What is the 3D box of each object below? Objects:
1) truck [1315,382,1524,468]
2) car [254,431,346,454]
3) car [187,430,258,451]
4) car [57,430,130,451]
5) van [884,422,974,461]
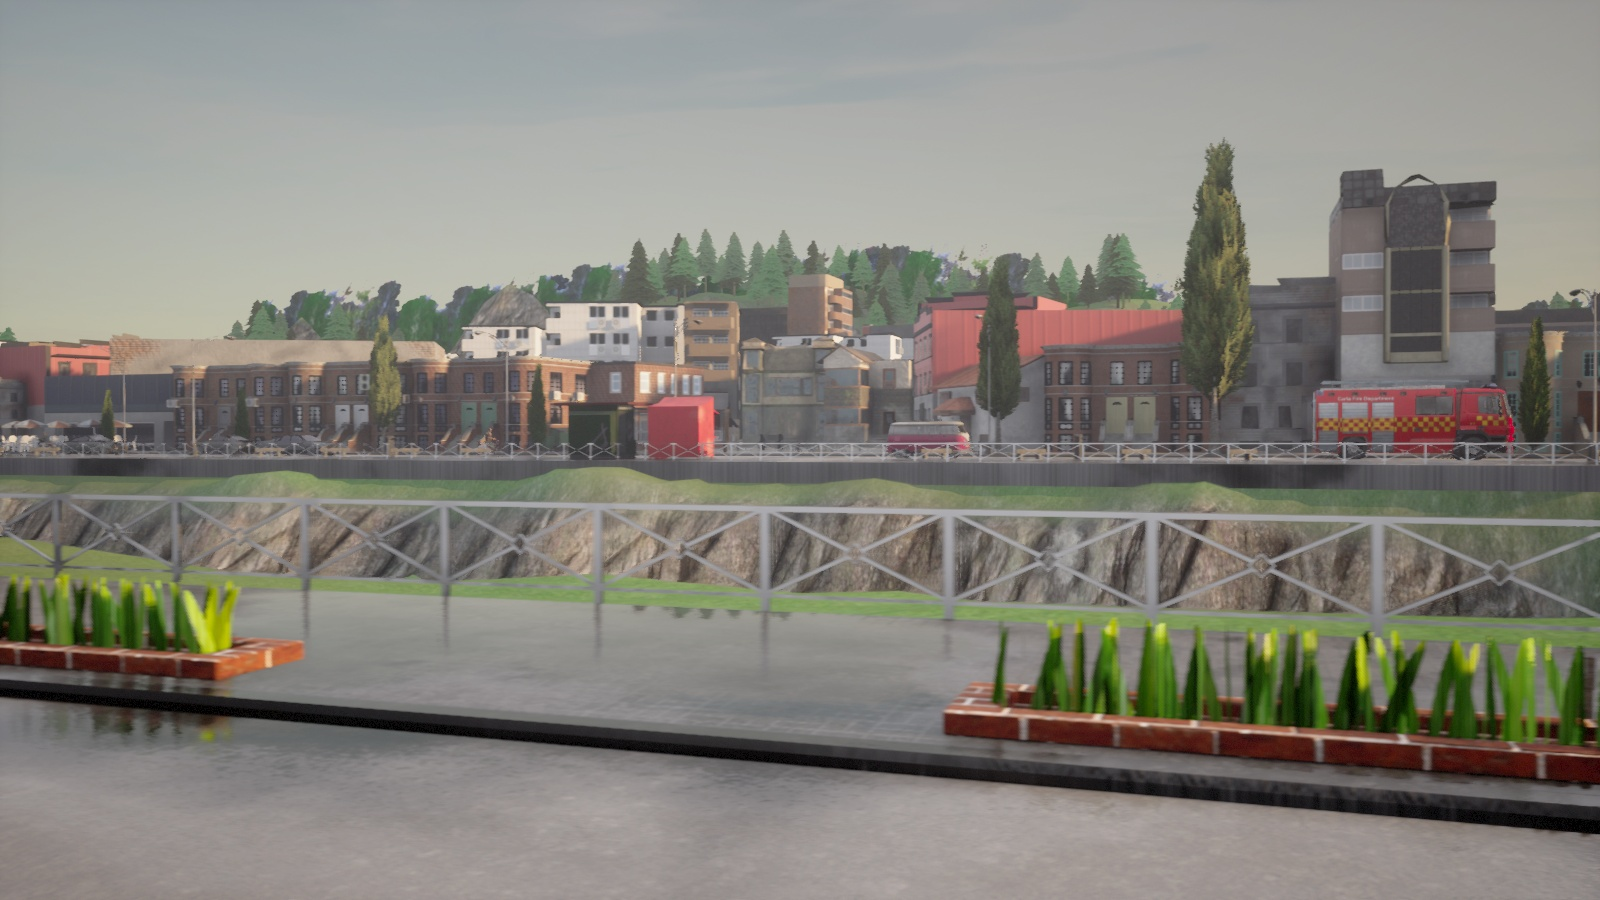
[{"bbox_3d":[28.902,-1.176,59.090,8.468,3.827,2.891,1,1,19],"label":"truck"},{"bbox_3d":[-31.612,-0.517,79.447,5.357,1.411,2.033,1,1,19],"label":"car"},{"bbox_3d":[-39.727,-0.643,86.395,4.181,1.385,1.994,1,1,19],"label":"car"},{"bbox_3d":[-47.711,-0.648,84.858,4.181,1.385,1.994,1,1,19],"label":"car"},{"bbox_3d":[6.833,-0.460,66.521,4.442,1.987,1.775,1,1,19],"label":"van"}]
